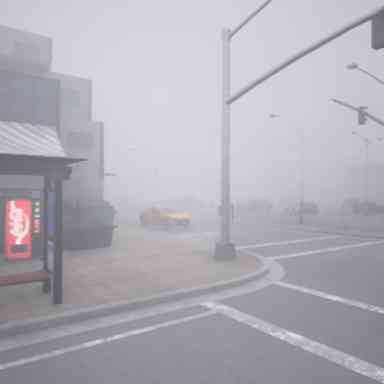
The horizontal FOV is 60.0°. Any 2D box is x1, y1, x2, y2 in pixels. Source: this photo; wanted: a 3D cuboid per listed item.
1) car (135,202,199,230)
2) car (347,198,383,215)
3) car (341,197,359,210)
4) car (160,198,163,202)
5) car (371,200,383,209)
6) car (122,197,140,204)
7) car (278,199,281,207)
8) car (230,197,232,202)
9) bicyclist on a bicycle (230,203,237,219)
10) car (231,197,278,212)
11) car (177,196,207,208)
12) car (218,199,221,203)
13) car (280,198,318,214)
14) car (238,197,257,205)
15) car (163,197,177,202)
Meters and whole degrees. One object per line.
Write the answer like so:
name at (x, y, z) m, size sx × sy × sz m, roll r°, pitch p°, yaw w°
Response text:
car at (-1.962, 1.745, 23.719) m, size 1.882 × 1.535 × 5.008 m, roll 1°, pitch 0°, yaw -36°
car at (19.599, 1.769, 36.791) m, size 4.514 × 1.523 × 2.007 m, roll 1°, pitch 0°, yaw -36°
car at (23.689, 1.643, 48.268) m, size 4.605 × 1.855 × 1.932 m, roll 1°, pitch 0°, yaw -36°
car at (-4.707, 1.854, 70.285) m, size 3.806 × 1.475 × 1.970 m, roll 1°, pitch 0°, yaw -36°
car at (30.555, 1.971, 53.240) m, size 3.806 × 1.475 × 1.970 m, roll 1°, pitch 0°, yaw -36°
car at (-12.474, 1.787, 68.382) m, size 3.633 × 1.501 × 1.845 m, roll 1°, pitch 0°, yaw -36°
car at (17.005, 1.849, 58.803) m, size 4.514 × 1.523 × 2.007 m, roll 1°, pitch 0°, yaw -36°
car at (10.545, 1.940, 81.046) m, size 5.027 × 1.636 × 2.152 m, roll 1°, pitch 0°, yaw -36°
bicyclist on a bicycle at (3.308, 1.624, 29.214) m, size 1.656 × 1.620 × 0.582 m, roll 0°, pitch 0°, yaw -36°
car at (7.734, 1.569, 40.686) m, size 5.027 × 1.636 × 2.152 m, roll 1°, pitch 0°, yaw -36°
car at (0.277, 1.493, 51.082) m, size 3.866 × 1.878 × 1.905 m, roll 1°, pitch 0°, yaw -36°
car at (8.674, 1.948, 83.564) m, size 4.514 × 1.523 × 2.007 m, roll 1°, pitch 0°, yaw -36°
car at (11.737, 1.650, 35.659) m, size 3.806 × 1.475 × 1.970 m, roll 1°, pitch 0°, yaw -36°
car at (11.215, 1.871, 66.947) m, size 3.633 × 1.501 × 1.845 m, roll 1°, pitch 0°, yaw -36°
car at (-1.752, 1.510, 53.203) m, size 4.605 × 1.855 × 1.932 m, roll 1°, pitch 0°, yaw -36°
